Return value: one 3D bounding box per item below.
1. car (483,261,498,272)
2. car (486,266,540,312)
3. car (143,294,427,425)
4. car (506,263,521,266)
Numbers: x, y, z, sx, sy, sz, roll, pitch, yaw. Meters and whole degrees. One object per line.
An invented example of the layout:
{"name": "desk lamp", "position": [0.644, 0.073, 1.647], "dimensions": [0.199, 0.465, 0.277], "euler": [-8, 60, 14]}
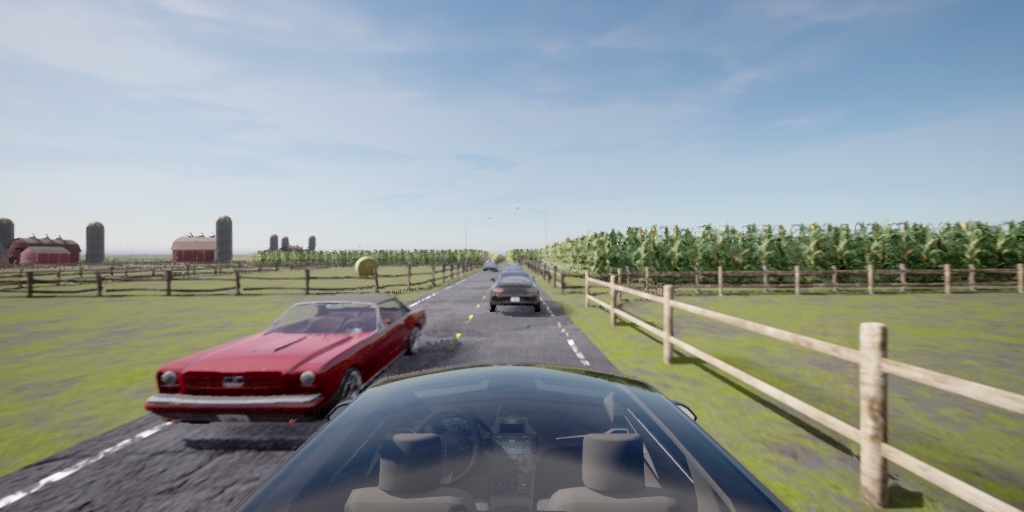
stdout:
{"name": "car", "position": [-2.809, 1.421, 47.710], "dimensions": [2.033, 1.411, 5.357], "euler": [0, 0, 0]}
{"name": "car", "position": [0.109, 1.308, 14.358], "dimensions": [1.812, 1.442, 4.674], "euler": [0, 0, 0]}
{"name": "car", "position": [-2.847, 1.362, 5.872], "dimensions": [1.895, 1.301, 4.718], "euler": [0, 0, 0]}
{"name": "car", "position": [0.119, 1.384, 34.747], "dimensions": [2.033, 1.411, 5.357], "euler": [0, 0, 0]}
